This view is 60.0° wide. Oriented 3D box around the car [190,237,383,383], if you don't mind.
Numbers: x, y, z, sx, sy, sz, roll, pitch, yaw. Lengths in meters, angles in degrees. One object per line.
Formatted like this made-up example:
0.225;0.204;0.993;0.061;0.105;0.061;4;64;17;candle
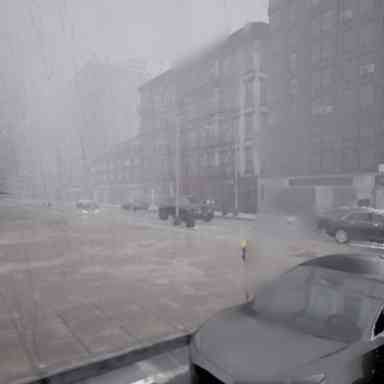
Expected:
1.997;1.570;4.237;4.313;1.339;1.947;0;0;-36;car

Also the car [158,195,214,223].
-0.616;1.292;26.162;2.150;2.045;5.566;0;0;-35;car

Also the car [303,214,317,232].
8.527;1.540;18.422;1.837;1.490;4.892;0;0;-35;car

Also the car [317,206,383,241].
8.086;1.535;13.956;1.837;1.490;4.892;0;0;-35;car

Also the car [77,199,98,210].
-14.434;1.665;45.673;1.812;1.442;4.674;0;0;-35;car

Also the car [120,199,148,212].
-7.043;1.601;40.263;2.128;1.511;4.902;0;0;-35;car
